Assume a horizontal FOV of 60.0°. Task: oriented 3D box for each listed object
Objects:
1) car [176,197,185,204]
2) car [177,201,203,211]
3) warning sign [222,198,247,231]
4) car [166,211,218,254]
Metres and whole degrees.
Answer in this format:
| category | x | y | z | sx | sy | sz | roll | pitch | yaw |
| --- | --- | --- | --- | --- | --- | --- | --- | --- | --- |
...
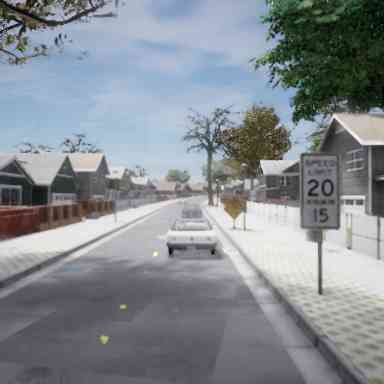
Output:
| category | x | y | z | sx | sy | sz | roll | pitch | yaw |
| --- | --- | --- | --- | --- | --- | --- | --- | --- | --- |
| car | -2.406 | 1.895 | 71.037 | 1.812 | 1.442 | 4.674 | 0 | 0 | 2 |
| car | -0.018 | 1.768 | 28.985 | 2.033 | 1.411 | 5.357 | 0 | 0 | 0 |
| warning sign | 2.496 | 1.277 | 19.570 | 1.300 | 1.860 | 1.060 | -1 | -1 | 0 |
| car | -0.007 | 1.722 | 14.104 | 1.895 | 1.301 | 4.718 | 0 | 0 | 0 |
